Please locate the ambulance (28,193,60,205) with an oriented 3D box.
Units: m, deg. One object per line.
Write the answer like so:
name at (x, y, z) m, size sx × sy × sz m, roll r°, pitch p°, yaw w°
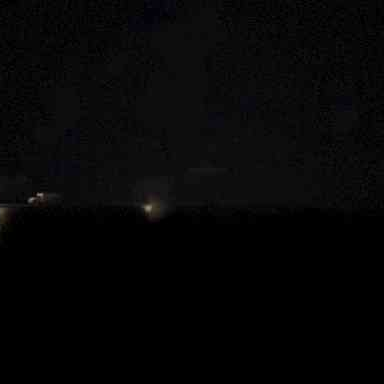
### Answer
ambulance at (-31.244, 1.435, 70.254) m, size 2.351 × 2.431 × 6.366 m, roll 2°, pitch -1°, yaw 36°
